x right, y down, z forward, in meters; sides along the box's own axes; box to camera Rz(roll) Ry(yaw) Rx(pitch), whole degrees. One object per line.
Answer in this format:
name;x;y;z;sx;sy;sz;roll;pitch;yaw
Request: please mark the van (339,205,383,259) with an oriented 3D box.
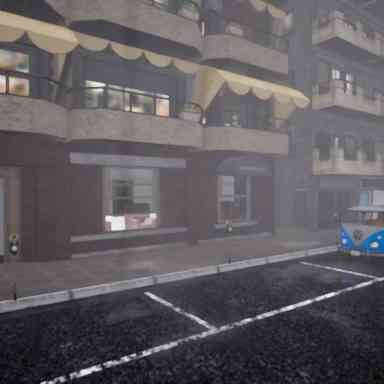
van;6.659;1.334;11.304;3.998;1.788;1.690;0;0;-35
